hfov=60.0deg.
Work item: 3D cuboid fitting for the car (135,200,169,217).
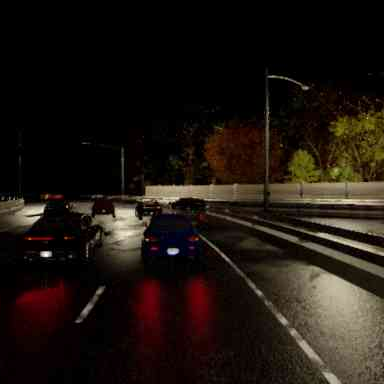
[{"bbox_3d":[-3.509,1.363,26.761,2.128,1.511,4.902,0,0,-14],"label":"car"}]

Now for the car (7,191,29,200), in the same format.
[{"bbox_3d":[-40.397,0.830,76.451,5.566,2.045,2.150,0,0,42],"label":"car"}]

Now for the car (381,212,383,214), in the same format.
[{"bbox_3d":[14.548,1.408,21.438,4.181,1.385,1.994,0,0,38],"label":"car"}]

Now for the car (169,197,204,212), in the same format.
[{"bbox_3d":[-0.631,1.332,35.128,1.837,1.490,4.892,-1,0,-42],"label":"car"}]

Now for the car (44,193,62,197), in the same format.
[{"bbox_3d":[-32.255,0.954,78.232,2.097,1.767,4.553,0,2,-44],"label":"car"}]

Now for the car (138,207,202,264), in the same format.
[{"bbox_3d":[-0.762,1.469,11.516,1.812,1.442,4.674,0,0,-6],"label":"car"}]

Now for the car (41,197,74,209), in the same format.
[{"bbox_3d":[-10.868,1.403,27.173,1.837,1.490,4.892,0,0,-15],"label":"car"}]

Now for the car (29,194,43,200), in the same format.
[{"bbox_3d":[-37.975,1.135,78.981,4.181,1.385,1.994,0,0,42],"label":"car"}]

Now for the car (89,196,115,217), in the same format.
[{"bbox_3d":[-7.717,1.356,28.910,1.882,1.535,5.008,0,0,-16],"label":"car"}]

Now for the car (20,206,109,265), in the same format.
[{"bbox_3d":[-4.281,1.459,11.594,1.837,1.490,4.892,0,0,-6],"label":"car"}]
